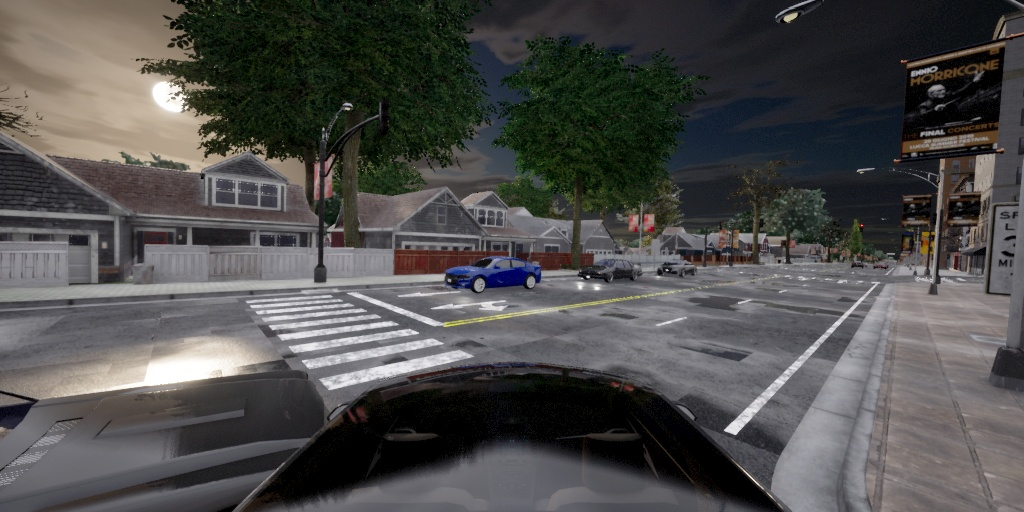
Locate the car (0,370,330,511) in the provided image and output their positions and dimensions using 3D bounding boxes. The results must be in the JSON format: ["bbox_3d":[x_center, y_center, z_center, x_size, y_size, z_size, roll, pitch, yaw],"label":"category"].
[{"bbox_3d":[-3.325,1.279,1.539,4.718,1.301,1.895,1,2,-33],"label":"car"}]

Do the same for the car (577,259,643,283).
[{"bbox_3d":[6.559,0.889,23.416,5.357,1.411,2.033,0,3,-43],"label":"car"}]

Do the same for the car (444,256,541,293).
[{"bbox_3d":[-0.769,0.762,16.667,5.008,1.535,1.882,0,3,-43],"label":"car"}]

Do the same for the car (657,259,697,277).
[{"bbox_3d":[13.919,0.966,30.165,4.181,1.385,1.994,0,3,-43],"label":"car"}]
